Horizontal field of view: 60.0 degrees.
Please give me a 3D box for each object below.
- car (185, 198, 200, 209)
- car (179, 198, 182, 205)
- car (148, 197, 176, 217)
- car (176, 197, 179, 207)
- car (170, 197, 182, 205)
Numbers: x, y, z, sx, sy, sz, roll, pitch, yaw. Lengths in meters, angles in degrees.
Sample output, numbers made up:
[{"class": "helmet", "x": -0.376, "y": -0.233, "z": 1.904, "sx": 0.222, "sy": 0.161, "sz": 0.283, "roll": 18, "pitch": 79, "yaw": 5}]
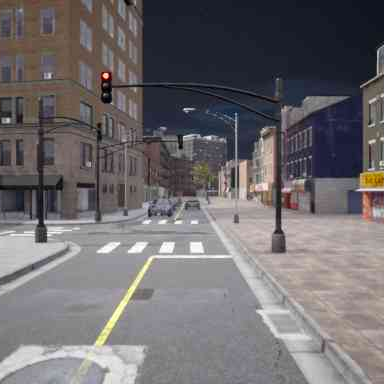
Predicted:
[{"class": "car", "x": 0.060, "y": 1.503, "z": 44.819, "sx": 2.128, "sy": 1.511, "sz": 4.902, "roll": 0, "pitch": 0, "yaw": 0}, {"class": "car", "x": -2.893, "y": 1.519, "z": 50.312, "sx": 1.837, "sy": 1.490, "sz": 4.892, "roll": 0, "pitch": 0, "yaw": 0}, {"class": "car", "x": -2.880, "y": 1.358, "z": 31.197, "sx": 2.097, "sy": 1.767, "sz": 4.553, "roll": 0, "pitch": 0, "yaw": 0}, {"class": "car", "x": -2.888, "y": 1.514, "z": 40.382, "sx": 1.837, "sy": 1.490, "sz": 4.892, "roll": 0, "pitch": 0, "yaw": 0}, {"class": "car", "x": -2.873, "y": 1.585, "z": 60.343, "sx": 1.994, "sy": 1.385, "sz": 4.181, "roll": 0, "pitch": 0, "yaw": 0}]
